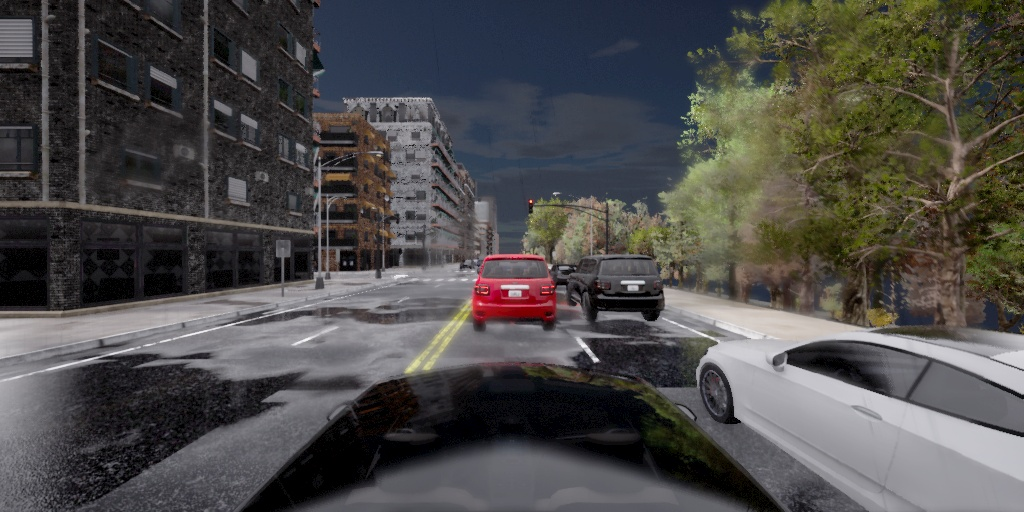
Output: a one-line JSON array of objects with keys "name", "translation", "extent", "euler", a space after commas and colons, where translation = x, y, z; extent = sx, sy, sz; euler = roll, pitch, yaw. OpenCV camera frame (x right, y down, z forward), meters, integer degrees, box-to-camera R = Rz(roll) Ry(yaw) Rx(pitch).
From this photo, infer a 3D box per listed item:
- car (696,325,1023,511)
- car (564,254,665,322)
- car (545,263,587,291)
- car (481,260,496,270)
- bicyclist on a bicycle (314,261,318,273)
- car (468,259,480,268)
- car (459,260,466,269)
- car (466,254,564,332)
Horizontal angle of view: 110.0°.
[{"name": "car", "translation": [3.344, 1.276, 2.782], "extent": [1.812, 1.442, 4.674], "euler": [0, 0, 0]}, {"name": "car", "translation": [3.306, 0.972, 12.496], "extent": [2.150, 2.045, 5.566], "euler": [0, 0, 0]}, {"name": "car", "translation": [3.278, 1.258, 22.808], "extent": [1.837, 1.490, 4.892], "euler": [0, 0, -2]}, {"name": "car", "translation": [-3.559, 1.334, 55.134], "extent": [1.994, 1.385, 4.181], "euler": [0, 0, 0]}, {"name": "bicyclist on a bicycle", "translation": [-25.056, 1.341, 45.388], "extent": [0.582, 1.620, 1.656], "euler": [-1, 0, -1]}, {"name": "car", "translation": [-6.811, 1.304, 64.736], "extent": [1.812, 1.442, 4.674], "euler": [0, 0, 0]}, {"name": "car", "translation": [-6.778, 1.274, 54.722], "extent": [1.837, 1.490, 4.892], "euler": [0, 0, 2]}, {"name": "car", "translation": [0.062, 0.972, 11.057], "extent": [2.150, 2.045, 5.566], "euler": [0, 0, 0]}]
